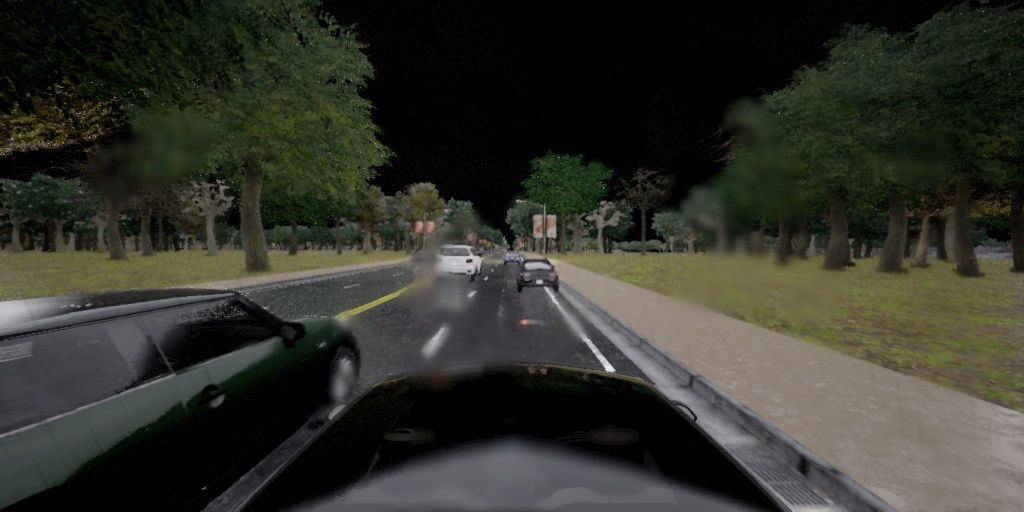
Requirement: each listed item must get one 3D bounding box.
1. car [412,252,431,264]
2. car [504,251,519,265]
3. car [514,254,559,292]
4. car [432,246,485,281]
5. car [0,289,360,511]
[{"bbox_3d":[-9.837,0.199,40.547,1.994,1.385,4.181,0,2,0],"label":"car"},{"bbox_3d":[0.042,0.205,39.698,2.033,1.411,5.357,0,2,0],"label":"car"},{"bbox_3d":[1.136,0.833,17.073,1.812,1.442,4.674,0,2,0],"label":"car"},{"bbox_3d":[-3.150,0.377,22.276,2.150,2.045,5.566,0,2,0],"label":"car"},{"bbox_3d":[-3.151,1.061,3.126,2.097,1.767,4.553,0,2,0],"label":"car"}]
